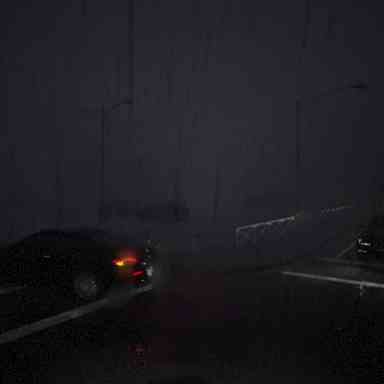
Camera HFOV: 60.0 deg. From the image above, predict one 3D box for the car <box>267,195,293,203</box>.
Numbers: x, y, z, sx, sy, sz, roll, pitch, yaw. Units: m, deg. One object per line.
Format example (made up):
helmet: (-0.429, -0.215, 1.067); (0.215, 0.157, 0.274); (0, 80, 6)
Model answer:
car: (16.809, 1.324, 63.516); (4.514, 1.523, 2.007); (0, 0, 34)

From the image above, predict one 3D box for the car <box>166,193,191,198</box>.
car: (-3.020, 1.314, 53.614); (4.514, 1.523, 2.007); (0, 0, 34)

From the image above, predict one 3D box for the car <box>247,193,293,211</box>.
car: (8.609, 1.115, 37.865); (4.605, 1.855, 1.932); (0, 0, 34)

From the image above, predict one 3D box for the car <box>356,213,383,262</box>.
car: (7.057, 1.502, 11.491); (1.837, 1.490, 4.892); (0, 0, 37)

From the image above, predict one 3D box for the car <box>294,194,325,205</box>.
car: (17.169, 1.177, 51.033); (5.027, 1.636, 2.152); (0, 0, 34)

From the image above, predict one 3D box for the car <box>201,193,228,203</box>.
car: (4.627, 1.119, 63.472); (4.605, 1.855, 1.932); (0, 0, 34)

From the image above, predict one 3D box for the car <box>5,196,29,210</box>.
car: (-21.756, 1.336, 39.996); (5.027, 1.636, 2.152); (0, 0, 34)

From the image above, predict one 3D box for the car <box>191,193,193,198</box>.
car: (-2.380, 1.381, 68.248); (3.806, 1.475, 1.970); (0, 0, 34)

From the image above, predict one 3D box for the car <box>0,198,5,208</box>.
car: (-23.491, 1.344, 37.382); (4.514, 1.523, 2.007); (0, 0, 34)

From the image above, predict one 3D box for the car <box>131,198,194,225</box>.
car: (-2.038, 1.384, 22.633); (3.633, 1.501, 1.845); (0, 0, 34)

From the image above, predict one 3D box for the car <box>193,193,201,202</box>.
car: (0.008, 1.098, 70.640); (3.866, 1.878, 1.905); (0, 0, 34)

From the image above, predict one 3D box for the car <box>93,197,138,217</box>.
car: (-6.462, 1.394, 29.295); (3.806, 1.475, 1.970); (0, 0, 34)

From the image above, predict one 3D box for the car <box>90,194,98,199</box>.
car: (-27.693, 1.494, 90.364); (2.242, 1.667, 4.611); (0, 0, 34)

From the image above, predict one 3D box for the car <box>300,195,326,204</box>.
car: (20.540, 1.259, 56.503); (3.806, 1.475, 1.970); (0, 0, 34)

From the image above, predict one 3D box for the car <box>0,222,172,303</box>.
car: (-3.056, 1.532, 7.946); (4.674, 1.442, 1.812); (0, 1, 19)
